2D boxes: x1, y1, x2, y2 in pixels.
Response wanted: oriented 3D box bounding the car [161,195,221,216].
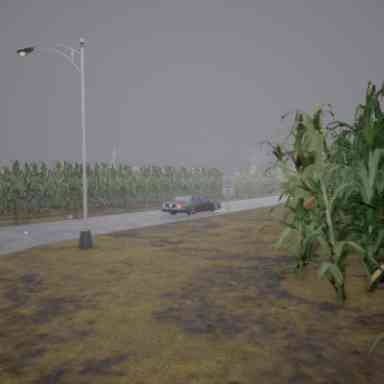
[{"bbox_3d":[0.052,0.890,24.170,2.033,1.411,5.357,1,2,36],"label":"car"}]
